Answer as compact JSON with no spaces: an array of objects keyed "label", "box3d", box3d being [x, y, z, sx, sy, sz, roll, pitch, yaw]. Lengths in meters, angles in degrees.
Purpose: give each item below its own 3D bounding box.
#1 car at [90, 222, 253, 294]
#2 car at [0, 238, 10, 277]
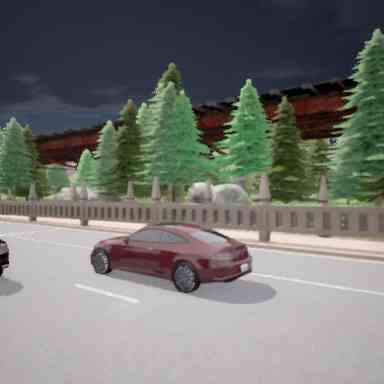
[{"label":"car","box3d":[-0.691,1.529,8.808,4.674,1.442,1.812,0,0,36]},{"label":"car","box3d":[-6.735,1.497,8.841,4.902,1.511,2.128,0,0,36]}]
